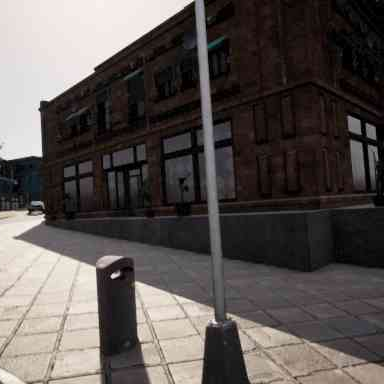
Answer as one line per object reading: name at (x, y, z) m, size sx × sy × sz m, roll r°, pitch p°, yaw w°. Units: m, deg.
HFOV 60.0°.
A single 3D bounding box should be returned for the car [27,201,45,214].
car at (-19.719, 1.966, 42.156) m, size 1.837 × 1.490 × 4.892 m, roll -1°, pitch 0°, yaw -26°
